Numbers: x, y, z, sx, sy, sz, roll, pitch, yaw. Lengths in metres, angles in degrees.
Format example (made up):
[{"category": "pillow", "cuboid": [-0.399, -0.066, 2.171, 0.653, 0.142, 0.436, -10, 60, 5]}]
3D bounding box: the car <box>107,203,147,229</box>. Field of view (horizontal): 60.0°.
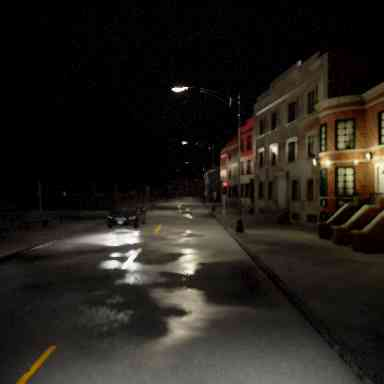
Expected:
[{"category": "car", "cuboid": [-4.085, 1.484, 21.495, 2.128, 1.511, 4.902, 0, 0, 0]}]
